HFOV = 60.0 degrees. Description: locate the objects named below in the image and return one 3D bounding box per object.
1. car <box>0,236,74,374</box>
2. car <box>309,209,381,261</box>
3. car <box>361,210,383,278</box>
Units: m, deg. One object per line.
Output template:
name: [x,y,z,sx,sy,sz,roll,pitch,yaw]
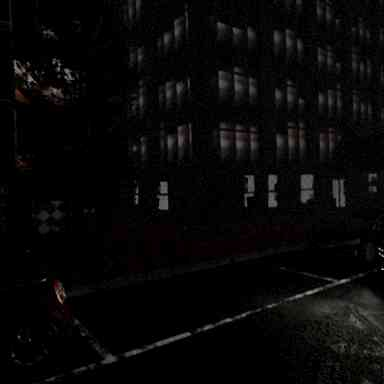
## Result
car: [-3.697,1.463,3.924,4.097,1.590,1.967,-2,1,-36]
car: [5.506,1.257,10.594,4.403,1.369,2.008,-2,1,-36]
car: [6.355,1.206,8.002,5.008,1.535,1.882,-2,1,-36]
